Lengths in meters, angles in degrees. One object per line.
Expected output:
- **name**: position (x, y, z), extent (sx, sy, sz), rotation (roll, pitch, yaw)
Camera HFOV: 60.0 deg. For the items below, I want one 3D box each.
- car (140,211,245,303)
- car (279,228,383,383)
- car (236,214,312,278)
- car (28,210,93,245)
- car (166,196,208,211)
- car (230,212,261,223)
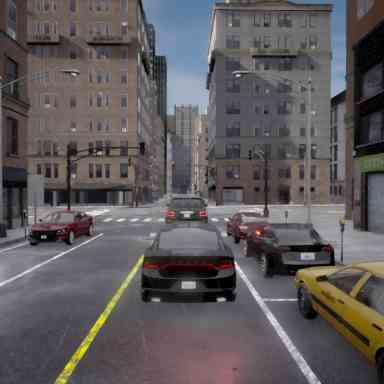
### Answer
- **car**: position (-0.079, 1.475, 8.292), extent (1.882, 1.535, 5.008), rotation (0, 0, 0)
- **car**: position (2.803, 1.524, 4.569), extent (1.752, 1.417, 4.829), rotation (-1, 0, -1)
- **car**: position (2.719, 1.562, 9.985), extent (1.947, 1.339, 4.313), rotation (-1, 0, -1)
- **car**: position (-5.913, 1.539, 15.432), extent (1.887, 1.381, 4.507), rotation (-1, 0, -1)
- **car**: position (-0.284, 1.215, 18.423), extent (2.150, 2.045, 5.566), rotation (0, 0, -1)
- **car**: position (2.631, 1.576, 15.570), extent (1.802, 1.307, 4.206), rotation (-1, 0, -1)
